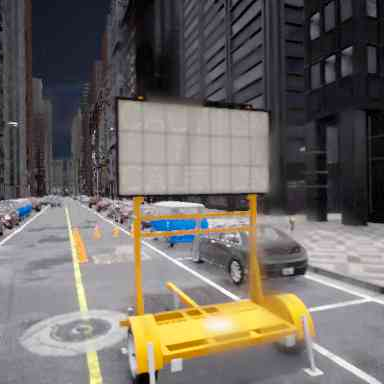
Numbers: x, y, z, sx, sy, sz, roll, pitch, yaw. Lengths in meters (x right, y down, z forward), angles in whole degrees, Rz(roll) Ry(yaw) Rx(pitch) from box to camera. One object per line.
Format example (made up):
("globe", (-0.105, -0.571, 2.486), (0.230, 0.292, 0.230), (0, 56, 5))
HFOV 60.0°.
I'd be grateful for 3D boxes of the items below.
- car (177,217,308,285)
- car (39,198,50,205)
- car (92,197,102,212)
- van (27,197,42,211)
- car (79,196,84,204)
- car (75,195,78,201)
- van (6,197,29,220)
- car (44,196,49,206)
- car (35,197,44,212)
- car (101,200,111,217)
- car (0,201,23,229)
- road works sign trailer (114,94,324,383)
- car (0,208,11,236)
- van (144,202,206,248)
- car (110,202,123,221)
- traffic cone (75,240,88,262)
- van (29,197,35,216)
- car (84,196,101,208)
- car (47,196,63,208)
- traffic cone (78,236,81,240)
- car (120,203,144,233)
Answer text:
("car", (1.329, 1.521, 9.356), (2.008, 1.369, 4.403), (-1, 0, -21))
("car", (-33.038, 2.076, 74.610), (1.947, 1.339, 4.313), (-1, 0, -21))
("car", (-10.866, 1.696, 40.897), (1.887, 1.381, 4.507), (-1, 0, -21))
("van", (-22.879, 1.677, 48.323), (1.690, 1.788, 3.998), (-1, 0, -21))
("car", (-23.122, 1.881, 72.598), (1.752, 1.417, 4.829), (-1, 0, -21))
("car", (-29.159, 1.904, 88.210), (1.967, 1.590, 4.097), (-1, 0, -21))
("van", (-14.750, 1.549, 27.295), (1.690, 1.788, 3.998), (-1, 0, -21))
("car", (-28.973, 1.983, 64.096), (1.887, 1.381, 4.507), (-1, 0, -21))
("car", (-20.847, 1.618, 43.066), (2.192, 1.841, 5.009), (-1, 0, -21))
("car", (-6.801, 1.639, 30.384), (2.008, 1.369, 4.403), (-1, 0, -21))
("car", (-12.715, 1.617, 22.038), (1.967, 1.590, 4.097), (-1, 0, -21))
("road works sign trailer", (0.041, 0.456, 4.988), (2.380, 3.560, 2.880), (-1, 0, -21))
("car", (-10.681, 1.713, 16.780), (1.947, 1.339, 4.313), (-1, 0, -21))
("van", (-0.707, 1.340, 14.612), (1.690, 1.788, 3.998), (-1, 0, -21))
("car", (-4.768, 1.639, 25.127), (1.802, 1.307, 4.206), (-1, 0, -21))
("traffic cone", (-3.650, 1.999, 11.058), (0.340, 0.580, 0.340), (-1, 0, -21))
("van", (-16.782, 1.580, 32.552), (1.690, 1.788, 3.998), (-1, 0, -21))
("car", (-14.935, 1.531, 51.411), (2.192, 1.841, 5.009), (-1, 0, -21))
("car", (-22.823, 1.843, 55.852), (1.837, 1.490, 4.892), (-1, 0, -21))
("traffic cone", (-4.371, 2.009, 12.923), (0.340, 0.580, 0.340), (-1, 0, -21))
("car", (-2.736, 1.578, 19.870), (2.008, 1.369, 4.403), (-1, 0, -21))
